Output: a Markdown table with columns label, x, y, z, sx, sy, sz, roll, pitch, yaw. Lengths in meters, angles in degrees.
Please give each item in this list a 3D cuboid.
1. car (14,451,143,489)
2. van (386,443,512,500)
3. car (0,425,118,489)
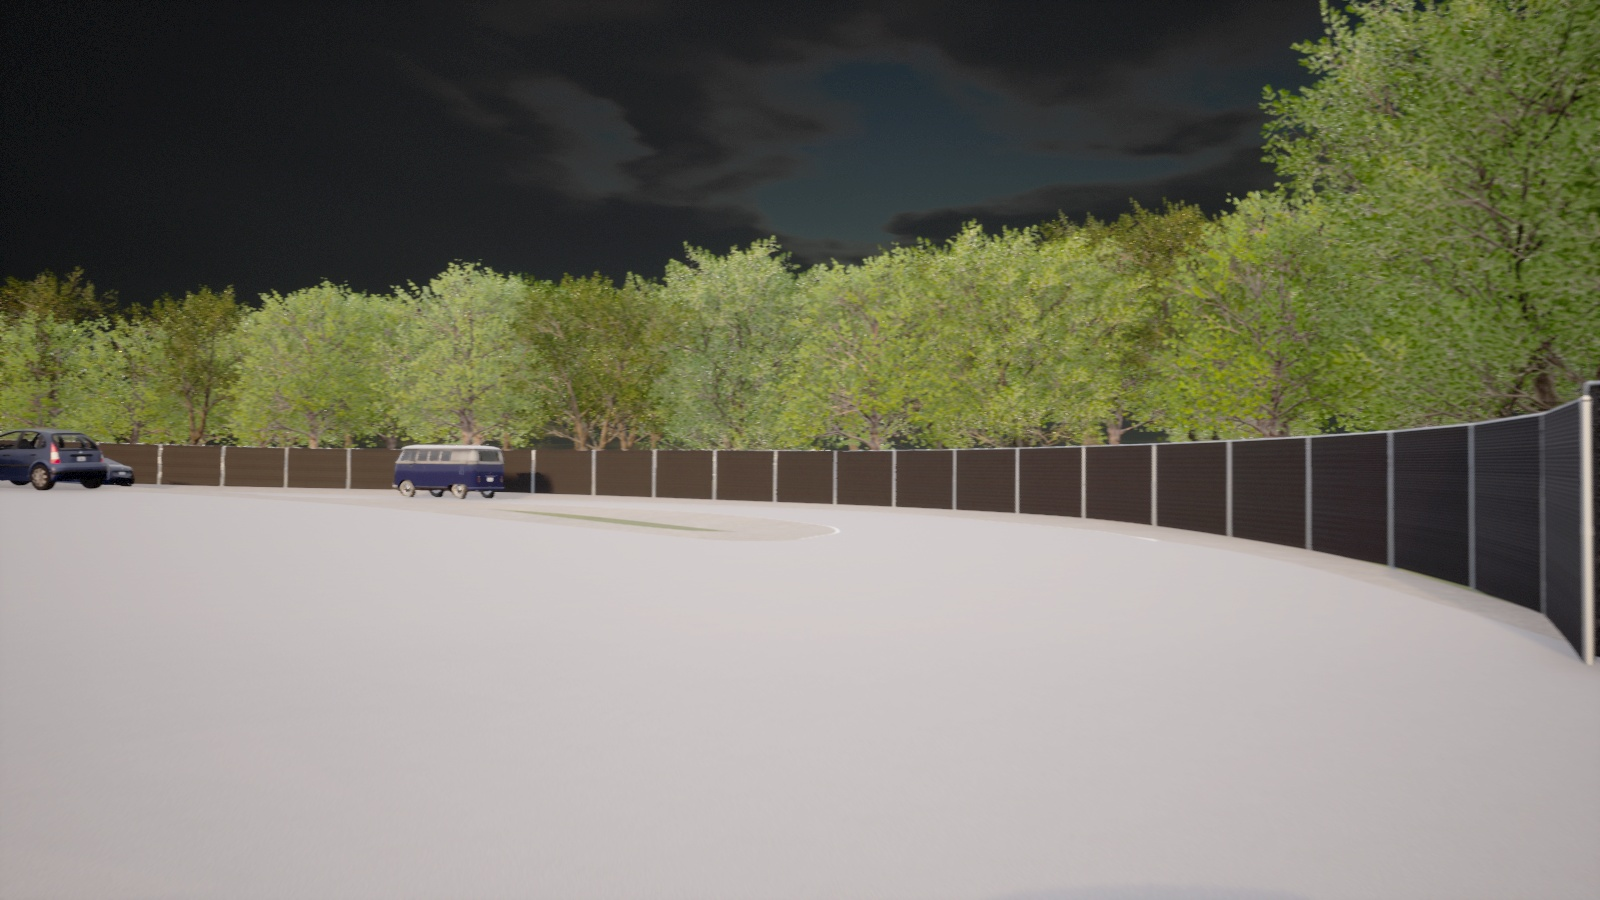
| label | x | y | z | sx | sy | sz | roll | pitch | yaw |
| --- | --- | --- | --- | --- | --- | --- | --- | --- | --- |
| car | -29.095 | 0.807 | 50.685 | 4.181 | 1.385 | 1.994 | 2 | -1 | 10 |
| van | -13.010 | 0.784 | 46.519 | 4.442 | 1.987 | 1.775 | 0 | -1 | 28 |
| car | -20.771 | 0.153 | 34.020 | 3.988 | 1.617 | 1.851 | 1 | 1 | 21 |
